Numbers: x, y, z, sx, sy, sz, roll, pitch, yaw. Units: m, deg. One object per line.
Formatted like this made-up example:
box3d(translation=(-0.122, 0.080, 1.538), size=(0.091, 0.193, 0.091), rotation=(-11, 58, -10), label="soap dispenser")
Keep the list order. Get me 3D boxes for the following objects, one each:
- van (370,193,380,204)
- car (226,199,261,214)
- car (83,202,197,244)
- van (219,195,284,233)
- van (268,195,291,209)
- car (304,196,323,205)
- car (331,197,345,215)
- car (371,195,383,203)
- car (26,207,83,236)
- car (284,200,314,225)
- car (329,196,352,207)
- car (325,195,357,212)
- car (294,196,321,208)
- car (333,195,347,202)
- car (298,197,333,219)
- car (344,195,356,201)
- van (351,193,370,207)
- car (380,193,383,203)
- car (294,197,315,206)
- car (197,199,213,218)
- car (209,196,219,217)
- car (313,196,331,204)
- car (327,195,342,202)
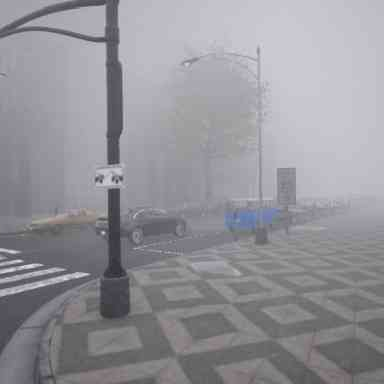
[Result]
box3d(translation=(28.682, 1.103, 53.538), size=(1.690, 1.788, 3.998), rotation=(-1, -1, 36), label="van")
box3d(translation=(5.677, 1.529, 36.157), size=(2.008, 1.369, 4.403), rotation=(-1, 0, 36), label="car")
box3d(translation=(-2.170, 1.429, 15.395), size=(2.128, 1.511, 4.902), rotation=(-1, -1, 36), label="car")
box3d(translation=(3.387, 1.213, 18.387), size=(1.690, 1.788, 3.998), rotation=(-1, 0, 36), label="van")
box3d(translation=(11.853, 1.293, 44.744), size=(1.690, 1.788, 3.998), rotation=(-1, 0, 36), label="van")
box3d(translation=(21.024, 1.441, 57.484), size=(1.752, 1.417, 4.829), rotation=(-1, -1, 36), label="car")
box3d(translation=(12.876, 1.409, 31.567), size=(1.802, 1.307, 4.206), rotation=(-1, 0, 36), label="car")
box3d(translation=(35.009, 1.305, 62.323), size=(1.947, 1.339, 4.313), rotation=(-1, -1, 36), label="car")
box3d(translation=(-6.786, 1.564, 18.849), size=(1.752, 1.417, 4.829), rotation=(-1, 0, 36), label="car")
box3d(translation=(6.551, 1.422, 22.779), size=(1.947, 1.339, 4.313), rotation=(-1, 0, 36), label="car")
box3d(translation=(21.799, 1.377, 48.698), size=(2.033, 1.411, 5.357), rotation=(-1, -1, 36), label="car")
box3d(translation=(16.037, 1.364, 35.961), size=(2.008, 1.369, 4.403), rotation=(-1, 0, 36), label="car")
box3d(translation=(15.957, 1.387, 45.718), size=(2.128, 1.511, 4.902), rotation=(-1, -1, 36), label="car")
box3d(translation=(33.160, 1.417, 74.346), size=(1.887, 1.381, 4.507), rotation=(-1, -1, 36), label="car")
box3d(translation=(9.713, 1.386, 27.173), size=(1.887, 1.381, 4.507), rotation=(-1, 0, 36), label="car")
box3d(translation=(39.520, 1.402, 83.185), size=(2.008, 1.369, 4.403), rotation=(-1, -1, 36), label="car")
box3d(translation=(22.358, 1.128, 44.750), size=(1.690, 1.788, 3.998), rotation=(-1, 0, 36), label="van")
box3d(translation=(31.946, 1.276, 58.068), size=(1.752, 1.417, 4.829), rotation=(-1, -1, 36), label="car")
box3d(translation=(18.034, 1.493, 53.328), size=(1.947, 1.339, 4.313), rotation=(-1, 0, 36), label="car")
box3d(translation=(-0.502, 1.552, 27.571), size=(1.887, 1.381, 4.507), rotation=(-1, 0, 36), label="car")
box3d(translation=(2.584, 1.308, 31.866), size=(2.192, 1.841, 5.009), rotation=(-1, 0, 36), label="car")
box3d(translation=(24.213, 1.454, 61.914), size=(2.008, 1.369, 4.403), rotation=(-1, -1, 36), label="car")
box3d(translation=(29.980, 1.434, 69.927), size=(2.008, 1.369, 4.403), rotation=(-1, -1, 36), label="car")
